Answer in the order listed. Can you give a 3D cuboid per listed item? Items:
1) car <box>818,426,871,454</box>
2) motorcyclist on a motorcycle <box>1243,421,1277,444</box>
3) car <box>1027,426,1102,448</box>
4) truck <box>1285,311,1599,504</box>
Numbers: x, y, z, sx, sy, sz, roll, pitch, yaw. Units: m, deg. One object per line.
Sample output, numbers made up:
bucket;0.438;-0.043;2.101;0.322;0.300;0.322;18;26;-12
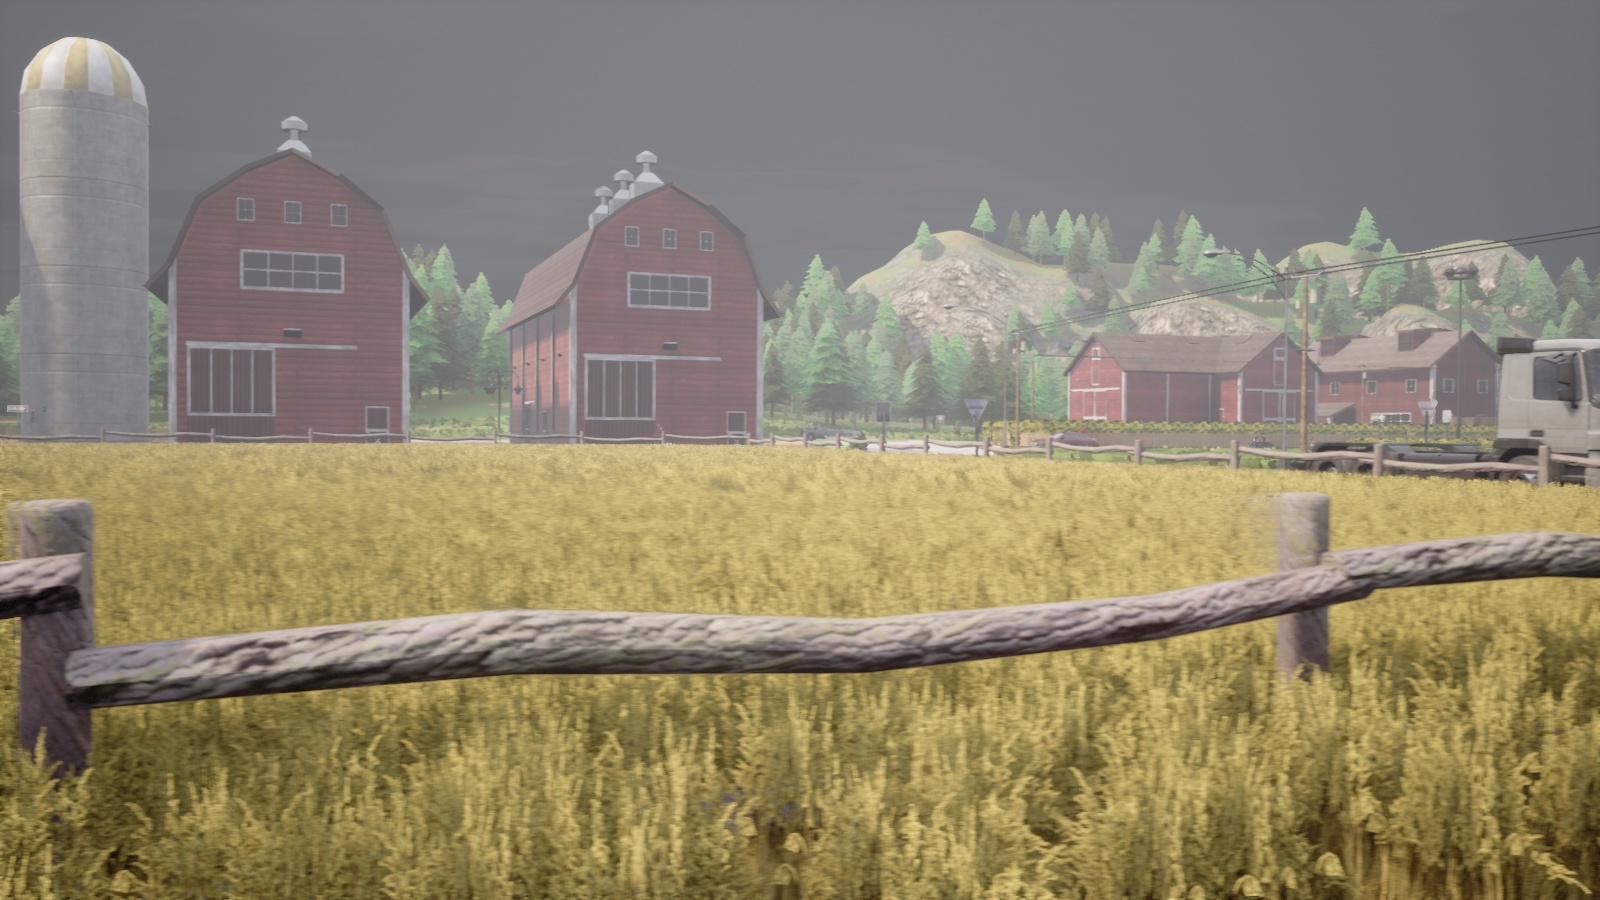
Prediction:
car;2.614;-0.574;71.942;2.007;1.525;4.514;-1;1;16
motorcyclist on a motorcycle;33.082;-1.271;90.361;2.350;1.649;0.766;-1;1;-21
car;17.852;-0.891;84.756;4.674;1.442;1.812;-1;1;-15
truck;14.294;-0.834;26.635;2.891;3.462;7.936;-1;1;-21
